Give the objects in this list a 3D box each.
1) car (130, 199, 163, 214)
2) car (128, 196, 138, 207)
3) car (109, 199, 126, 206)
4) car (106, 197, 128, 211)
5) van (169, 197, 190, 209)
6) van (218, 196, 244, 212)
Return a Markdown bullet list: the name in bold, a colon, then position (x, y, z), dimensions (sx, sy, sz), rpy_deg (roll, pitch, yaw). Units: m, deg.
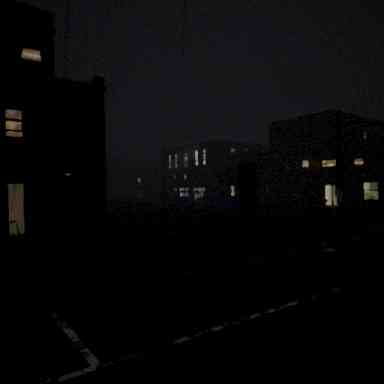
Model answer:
- **car**: position (-5.197, 1.834, 39.759), dimensions (1.752, 1.417, 4.829), rpy_deg (-2, 1, -36)
- **car**: position (-11.873, 1.779, 63.070), dimensions (2.192, 1.841, 5.009), rpy_deg (-2, 1, -36)
- **car**: position (-15.197, 2.127, 67.645), dimensions (1.802, 1.307, 4.206), rpy_deg (-2, 1, -36)
- **car**: position (-11.973, 1.788, 49.041), dimensions (2.192, 1.841, 5.009), rpy_deg (-2, 1, -36)
- **van**: position (-1.870, 1.560, 49.350), dimensions (1.690, 1.788, 3.998), rpy_deg (-2, 1, -36)
- **van**: position (4.797, 1.398, 40.204), dimensions (1.690, 1.788, 3.998), rpy_deg (-2, 1, -36)
